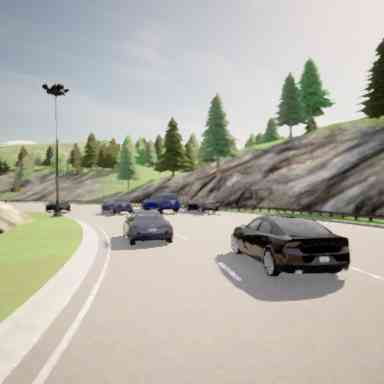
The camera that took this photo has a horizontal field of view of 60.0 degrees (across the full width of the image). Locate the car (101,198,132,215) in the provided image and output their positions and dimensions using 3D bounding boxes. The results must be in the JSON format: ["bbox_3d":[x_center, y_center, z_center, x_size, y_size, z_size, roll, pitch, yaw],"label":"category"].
[{"bbox_3d":[-8.158,1.435,35.729,2.097,1.767,4.553,-1,0,-34],"label":"car"}]

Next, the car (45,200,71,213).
[{"bbox_3d":[-16.556,1.700,40.979,2.128,1.511,4.902,-1,0,-41],"label":"car"}]

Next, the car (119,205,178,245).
[{"bbox_3d":[-2.206,1.578,15.980,1.994,1.385,4.181,-1,0,-16],"label":"car"}]

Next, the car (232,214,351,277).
[{"bbox_3d":[2.678,1.422,10.191,1.882,1.535,5.008,0,0,-9],"label":"car"}]

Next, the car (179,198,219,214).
[{"bbox_3d":[0.957,1.432,35.308,2.128,1.511,4.902,-1,0,-30],"label":"car"}]

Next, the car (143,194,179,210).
[{"bbox_3d":[-3.379,1.229,35.980,2.150,2.045,5.566,0,0,-33],"label":"car"}]
